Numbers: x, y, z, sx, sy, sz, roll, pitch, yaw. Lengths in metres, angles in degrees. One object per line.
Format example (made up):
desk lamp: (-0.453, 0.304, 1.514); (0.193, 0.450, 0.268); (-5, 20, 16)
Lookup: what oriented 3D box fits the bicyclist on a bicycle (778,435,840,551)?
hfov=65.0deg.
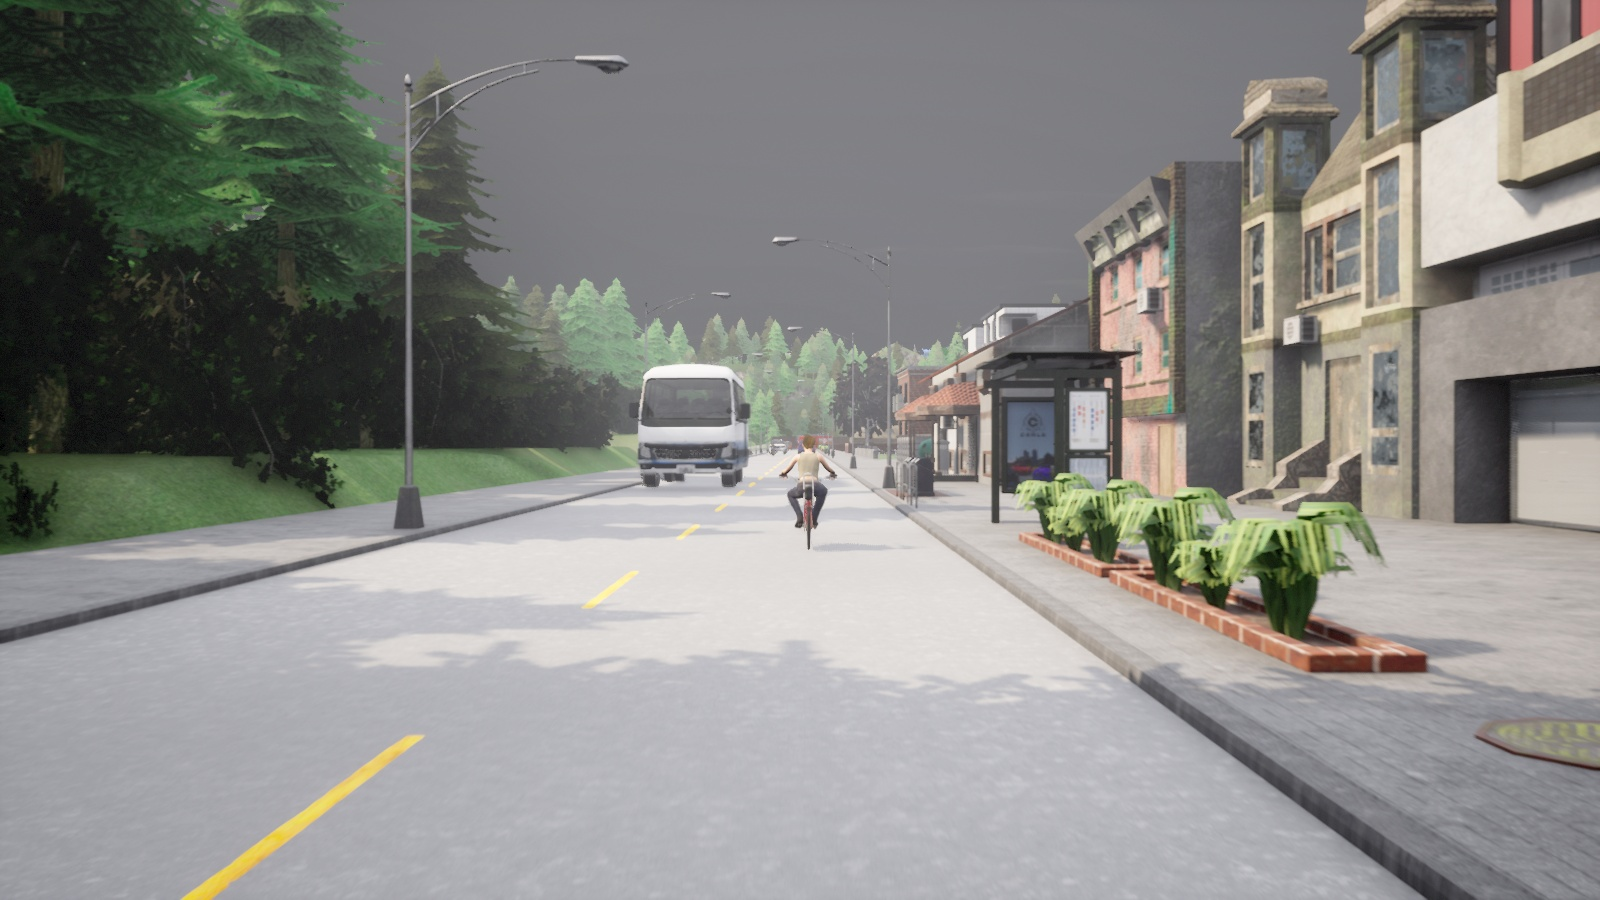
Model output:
bicyclist on a bicycle: (0.122, 0.592, 18.183); (0.866, 1.612, 1.509); (0, 0, 0)

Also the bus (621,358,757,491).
bus: (-3.729, -0.860, 45.347); (3.944, 4.253, 10.273); (0, 0, 0)
